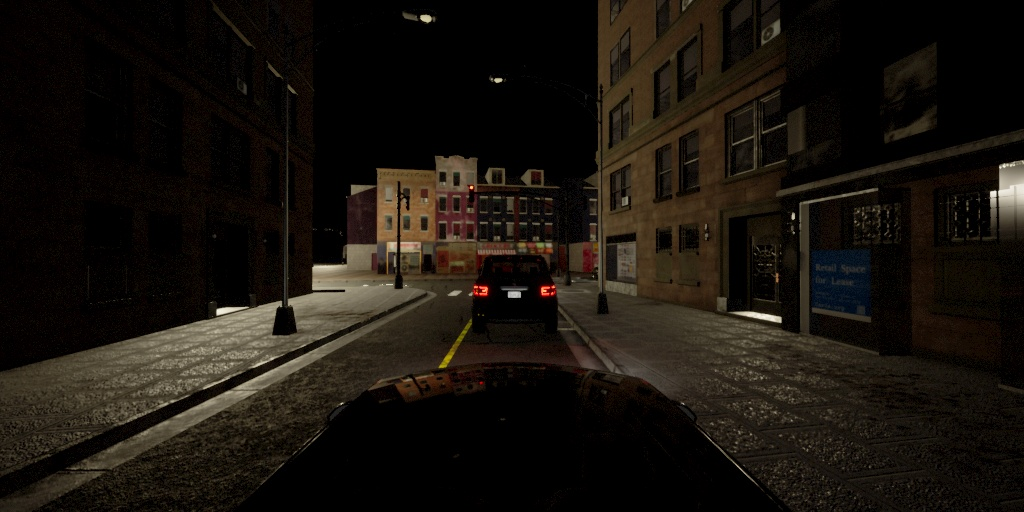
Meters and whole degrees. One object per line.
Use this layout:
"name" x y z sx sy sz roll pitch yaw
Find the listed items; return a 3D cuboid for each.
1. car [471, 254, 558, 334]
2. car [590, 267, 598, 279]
"car" 0.095 0.973 10.829 2.150 2.045 5.566 0 0 1
"car" 8.880 1.090 29.837 4.553 1.767 2.097 0 0 -10
